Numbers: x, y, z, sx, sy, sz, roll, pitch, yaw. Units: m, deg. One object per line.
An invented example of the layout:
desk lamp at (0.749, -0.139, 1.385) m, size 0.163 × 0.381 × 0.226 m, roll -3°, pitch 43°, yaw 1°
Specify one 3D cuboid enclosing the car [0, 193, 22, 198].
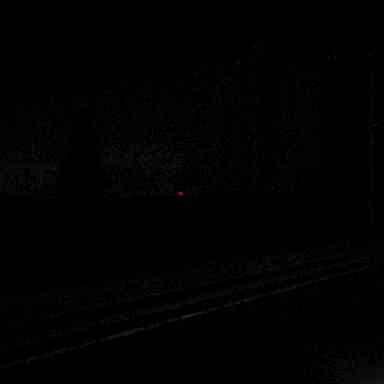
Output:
car at (-28.715, 1.220, 54.000) m, size 5.566 × 2.045 × 2.150 m, roll 0°, pitch 0°, yaw -38°
